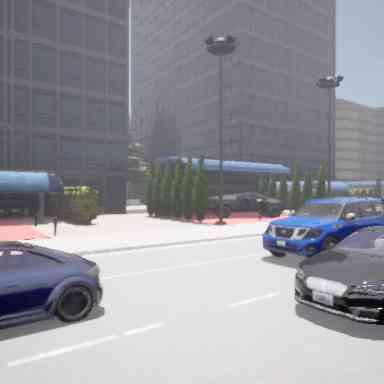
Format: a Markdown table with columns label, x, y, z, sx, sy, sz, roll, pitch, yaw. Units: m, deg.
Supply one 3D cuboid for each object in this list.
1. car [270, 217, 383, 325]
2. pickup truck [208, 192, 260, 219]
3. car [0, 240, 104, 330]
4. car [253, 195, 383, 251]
| label | x | y | z | sx | sy | sz | roll | pitch | yaw |
| --- | --- | --- | --- | --- | --- | --- | --- | --- | --- |
| car | 4.169 | 1.498 | 6.924 | 4.902 | 1.511 | 2.128 | 0 | 0 | -35 |
| pickup truck | 4.369 | 1.072 | 27.406 | 6.274 | 2.098 | 2.390 | 0 | 0 | -5 |
| car | -3.682 | 1.564 | 5.647 | 4.181 | 1.385 | 1.994 | 0 | 0 | -36 |
| car | 5.008 | 1.230 | 11.791 | 5.566 | 2.045 | 2.150 | 0 | 0 | -35 |
